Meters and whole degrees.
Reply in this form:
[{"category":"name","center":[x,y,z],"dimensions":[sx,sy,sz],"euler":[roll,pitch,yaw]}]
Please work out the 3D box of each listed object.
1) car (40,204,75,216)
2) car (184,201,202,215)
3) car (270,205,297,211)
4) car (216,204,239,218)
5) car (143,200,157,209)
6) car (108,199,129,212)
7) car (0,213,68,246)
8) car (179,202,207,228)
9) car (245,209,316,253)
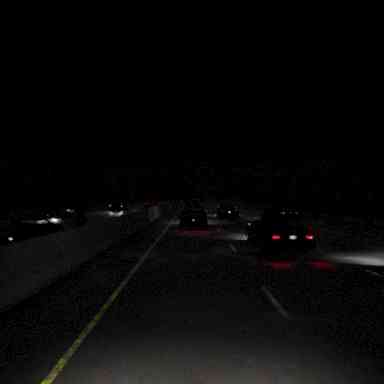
[{"category":"car","center":[-14.093,1.927,35.091],"dimensions":[2.033,1.411,5.357],"euler":[0,-1,0]},{"category":"car","center":[0.107,1.938,41.510],"dimensions":[2.128,1.511,4.902],"euler":[0,-1,0]},{"category":"car","center":[7.104,1.776,26.442],"dimensions":[2.128,1.511,4.902],"euler":[0,-1,0]},{"category":"car","center":[3.604,1.932,34.164],"dimensions":[1.994,1.385,4.181],"euler":[0,-1,0]},{"category":"car","center":[-7.046,2.083,56.197],"dimensions":[1.882,1.535,5.008],"euler":[0,0,0]},{"category":"car","center":[-10.565,1.869,48.027],"dimensions":[2.097,1.767,4.553],"euler":[0,-1,0]},{"category":"car","center":[-7.099,1.751,13.832],"dimensions":[1.895,1.301,4.718],"euler":[0,-1,0]},{"category":"car","center":[0.103,1.741,24.418],"dimensions":[1.882,1.535,5.008],"euler":[0,-1,0]},{"category":"car","center":[3.602,1.703,14.392],"dimensions":[2.033,1.411,5.357],"euler":[0,-1,0]}]
